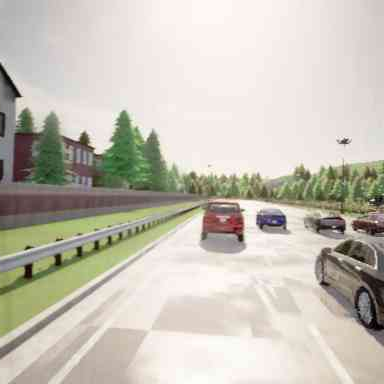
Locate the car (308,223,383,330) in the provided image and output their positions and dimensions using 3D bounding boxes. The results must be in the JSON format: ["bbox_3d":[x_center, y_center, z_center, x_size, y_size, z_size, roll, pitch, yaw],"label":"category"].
[{"bbox_3d":[4.125,1.726,7.211,1.837,1.490,4.892,2,0,6],"label":"car"}]

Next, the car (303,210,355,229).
[{"bbox_3d":[9.281,2.054,23.548,2.128,1.511,4.902,2,-1,6],"label":"car"}]

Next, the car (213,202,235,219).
[{"bbox_3d":[3.433,1.944,35.418,2.128,1.511,4.902,2,-1,6],"label":"car"}]

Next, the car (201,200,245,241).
[{"bbox_3d":[1.757,1.460,18.638,2.150,2.045,5.566,2,0,6],"label":"car"}]

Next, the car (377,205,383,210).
[{"bbox_3d":[16.765,2.104,27.961,2.150,2.045,5.566,2,-1,6],"label":"car"}]

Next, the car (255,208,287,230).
[{"bbox_3d":[5.952,1.933,25.408,1.882,1.535,5.008,2,-1,6],"label":"car"}]

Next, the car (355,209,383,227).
[{"bbox_3d":[12.739,2.214,23.118,1.812,1.442,4.674,2,-1,6],"label":"car"}]
